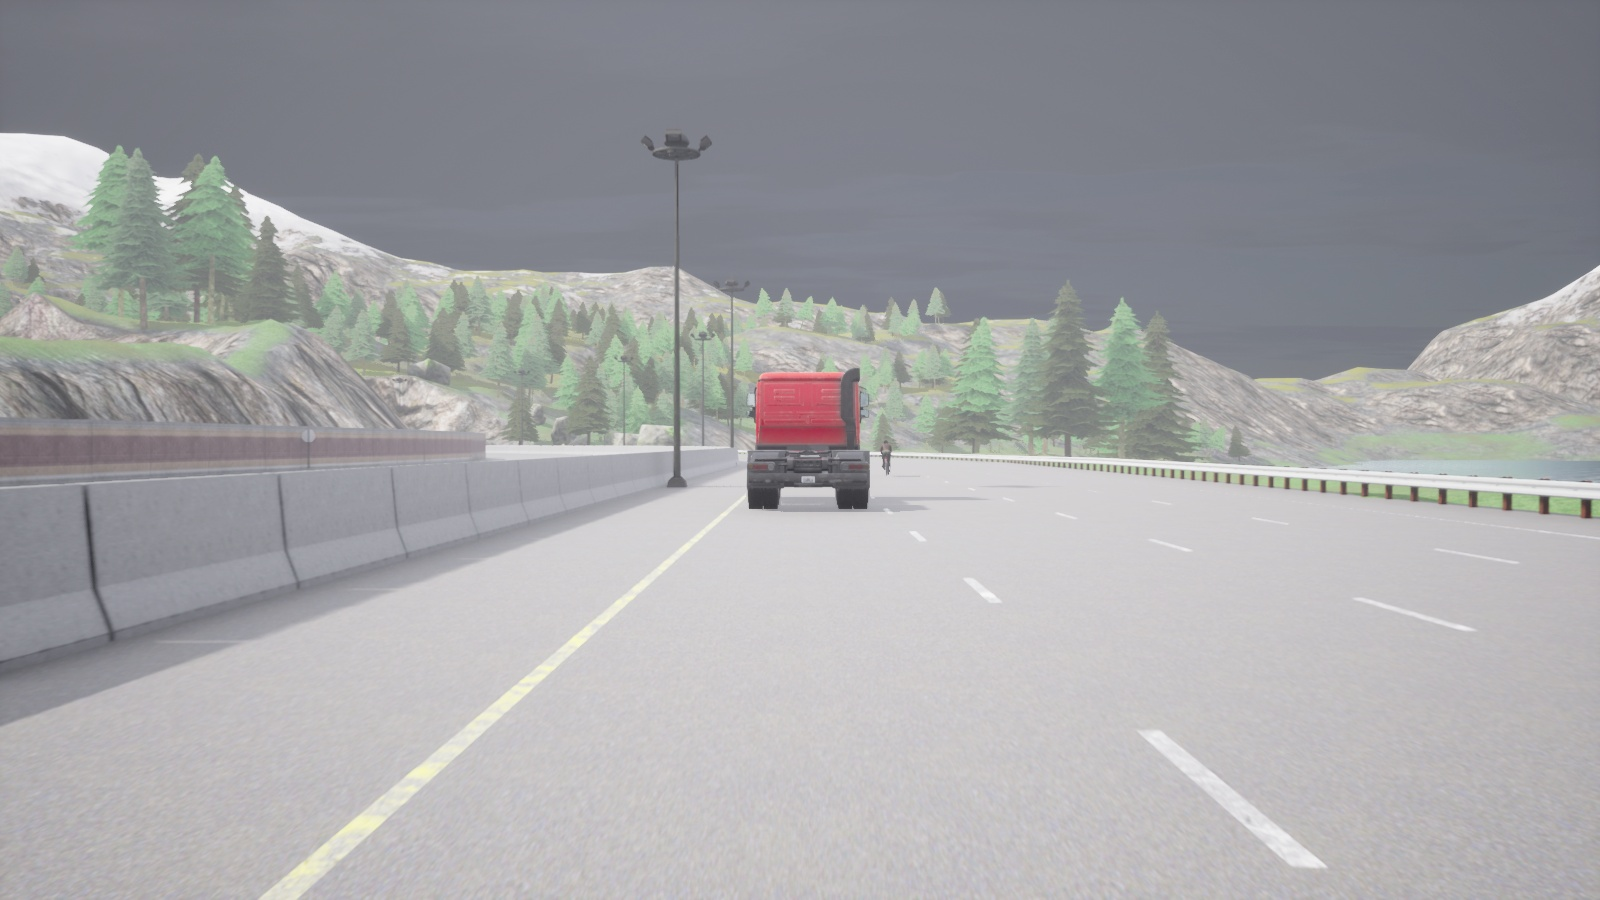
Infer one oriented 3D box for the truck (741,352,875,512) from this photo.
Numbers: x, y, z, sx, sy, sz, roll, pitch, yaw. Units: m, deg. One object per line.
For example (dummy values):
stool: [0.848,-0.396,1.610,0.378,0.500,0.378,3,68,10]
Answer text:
truck: [0.196,-0.411,31.226,2.891,3.462,7.936,0,0,0]
